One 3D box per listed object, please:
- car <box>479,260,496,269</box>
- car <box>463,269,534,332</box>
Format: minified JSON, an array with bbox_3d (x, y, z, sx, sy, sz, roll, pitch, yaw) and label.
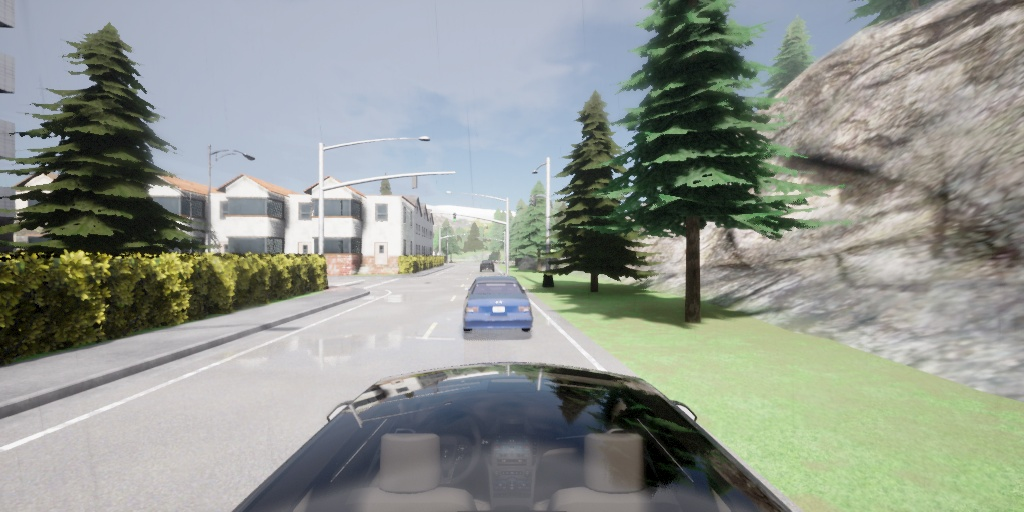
[{"bbox_3d":[-3.201,1.255,46.215,1.837,1.490,4.892,0,0,-4],"label":"car"},{"bbox_3d":[-0.494,1.298,10.923,2.033,1.411,5.357,0,0,-4],"label":"car"}]
